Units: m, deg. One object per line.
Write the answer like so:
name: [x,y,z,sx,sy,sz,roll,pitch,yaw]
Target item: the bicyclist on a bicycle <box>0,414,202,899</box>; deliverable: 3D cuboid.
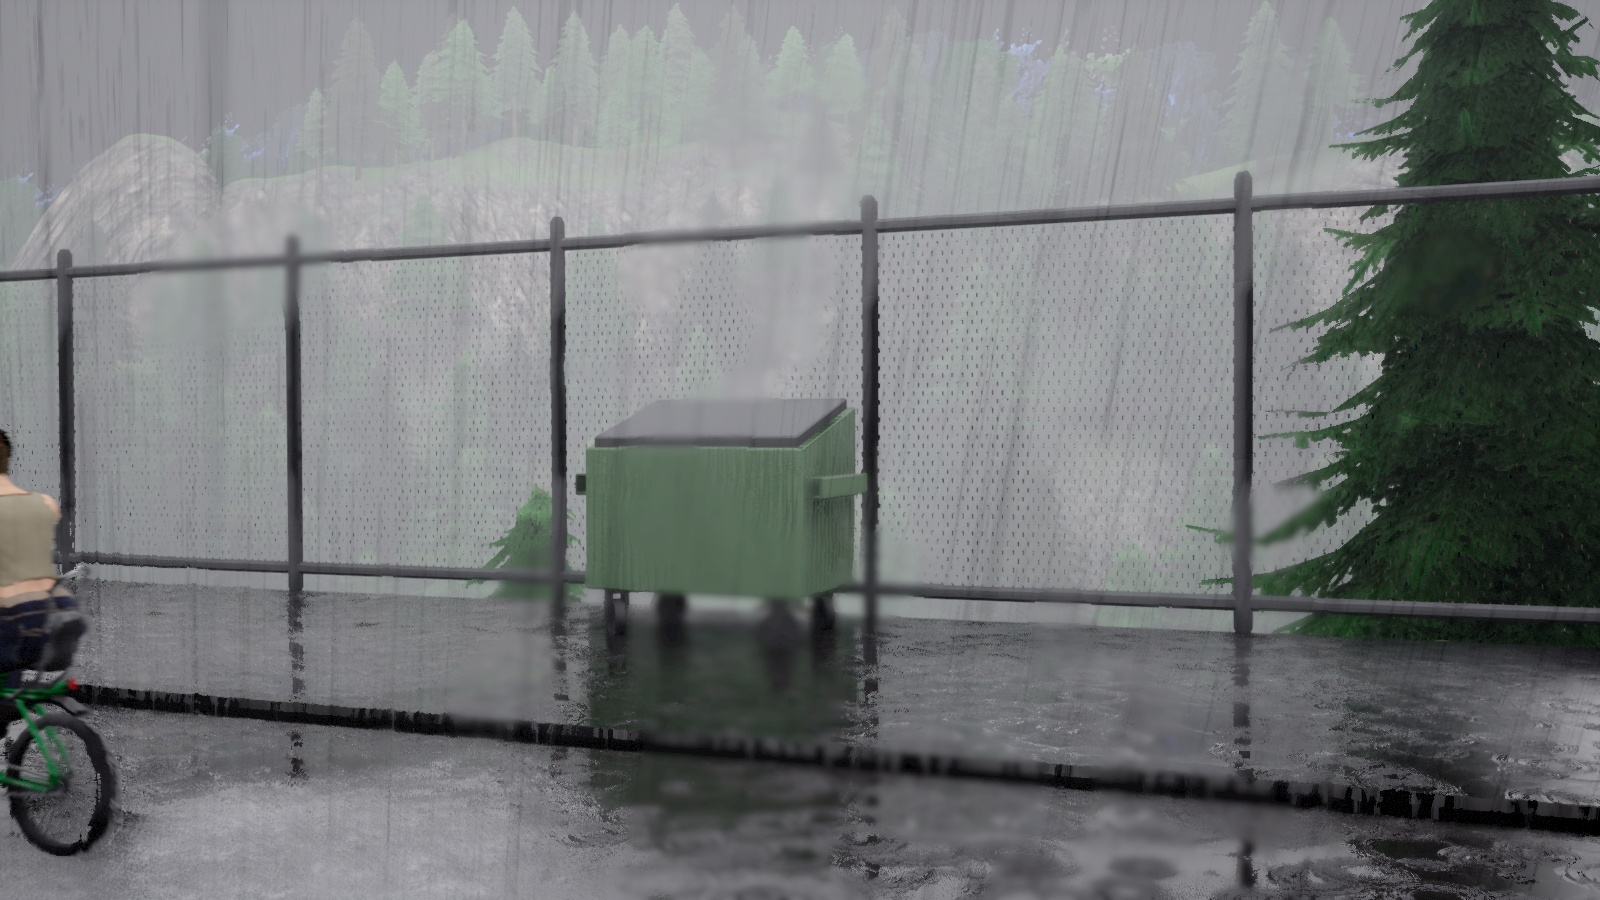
bicyclist on a bicycle: [-3.219,0.676,4.796,1.509,1.612,0.866,0,1,19]
